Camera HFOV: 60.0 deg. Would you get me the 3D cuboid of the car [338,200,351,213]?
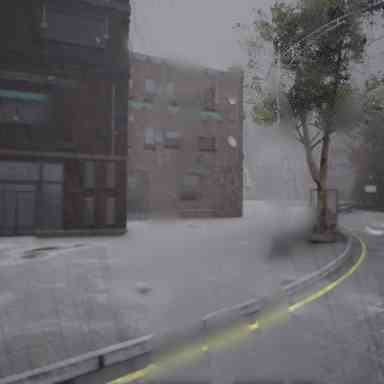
[{"bbox_3d":[16.131,1.557,37.672,1.994,1.385,4.181,1,1,-5],"label":"car"}]
